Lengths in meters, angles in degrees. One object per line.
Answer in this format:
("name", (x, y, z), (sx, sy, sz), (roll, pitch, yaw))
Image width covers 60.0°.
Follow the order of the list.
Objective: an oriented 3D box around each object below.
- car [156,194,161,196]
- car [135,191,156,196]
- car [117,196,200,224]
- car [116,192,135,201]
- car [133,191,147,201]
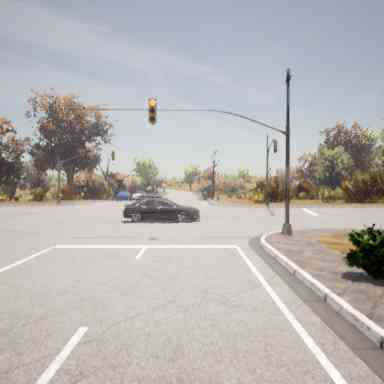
("car", (-7.139, 1.136, 67.156), (1.994, 1.385, 4.181), (0, -1, 0))
("car", (-7.190, 0.818, 51.693), (1.895, 1.301, 4.718), (0, -1, 0))
("car", (-1.921, 1.173, 21.081), (4.892, 1.490, 1.837), (0, 1, 5))
("car", (-10.688, 0.708, 52.580), (1.882, 1.535, 5.008), (0, -1, 0))
("car", (-10.629, 0.832, 68.428), (2.150, 2.045, 5.566), (0, -1, 0))
